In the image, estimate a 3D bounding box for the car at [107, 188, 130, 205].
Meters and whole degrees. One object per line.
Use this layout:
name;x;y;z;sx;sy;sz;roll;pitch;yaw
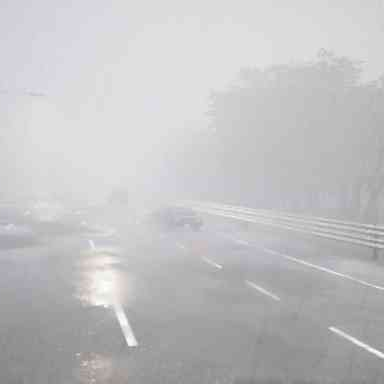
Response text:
car;-9.715;0.563;43.561;2.150;2.045;5.566;4;0;-21

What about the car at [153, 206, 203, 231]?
car;-1.020;1.518;20.287;1.895;1.301;4.718;4;0;-21
